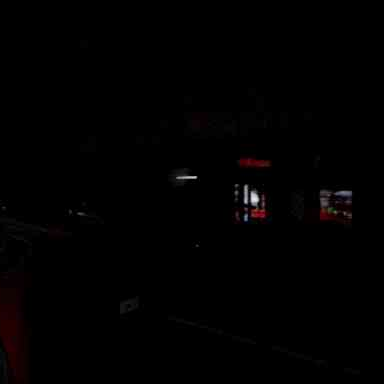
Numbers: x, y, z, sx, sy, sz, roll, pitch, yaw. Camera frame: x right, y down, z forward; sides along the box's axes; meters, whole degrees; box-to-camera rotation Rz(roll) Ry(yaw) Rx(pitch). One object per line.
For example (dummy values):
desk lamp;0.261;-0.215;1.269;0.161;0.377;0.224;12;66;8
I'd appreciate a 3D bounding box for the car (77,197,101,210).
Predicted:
car;-9.726;1.220;33.571;1.812;1.442;4.674;0;0;37

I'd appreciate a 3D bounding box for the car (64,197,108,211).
car;-11.567;1.262;36.542;1.994;1.385;4.181;0;0;37

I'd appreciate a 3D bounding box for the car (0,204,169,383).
car;-2.613;1.261;4.923;5.009;1.841;2.192;1;0;36

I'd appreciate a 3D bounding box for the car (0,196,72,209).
car;-10.374;1.034;21.609;2.097;1.767;4.553;0;0;37
